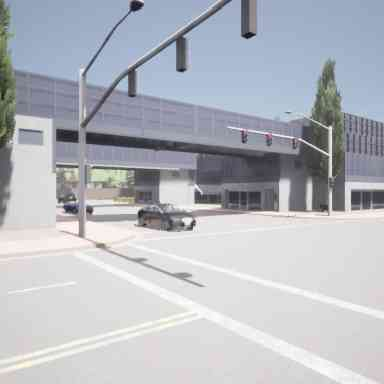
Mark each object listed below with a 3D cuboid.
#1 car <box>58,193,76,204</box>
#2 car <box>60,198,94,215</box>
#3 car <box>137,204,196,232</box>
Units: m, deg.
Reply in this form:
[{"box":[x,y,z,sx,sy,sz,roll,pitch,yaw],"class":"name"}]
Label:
[{"box":[-23.749,1.221,63.027,2.150,2.045,5.566,0,0,-36],"class":"car"},{"box":[-11.677,1.601,34.235,1.895,1.301,4.718,0,0,-36],"class":"car"},{"box":[-1.674,1.491,20.496,2.128,1.511,4.902,0,0,-36],"class":"car"}]
